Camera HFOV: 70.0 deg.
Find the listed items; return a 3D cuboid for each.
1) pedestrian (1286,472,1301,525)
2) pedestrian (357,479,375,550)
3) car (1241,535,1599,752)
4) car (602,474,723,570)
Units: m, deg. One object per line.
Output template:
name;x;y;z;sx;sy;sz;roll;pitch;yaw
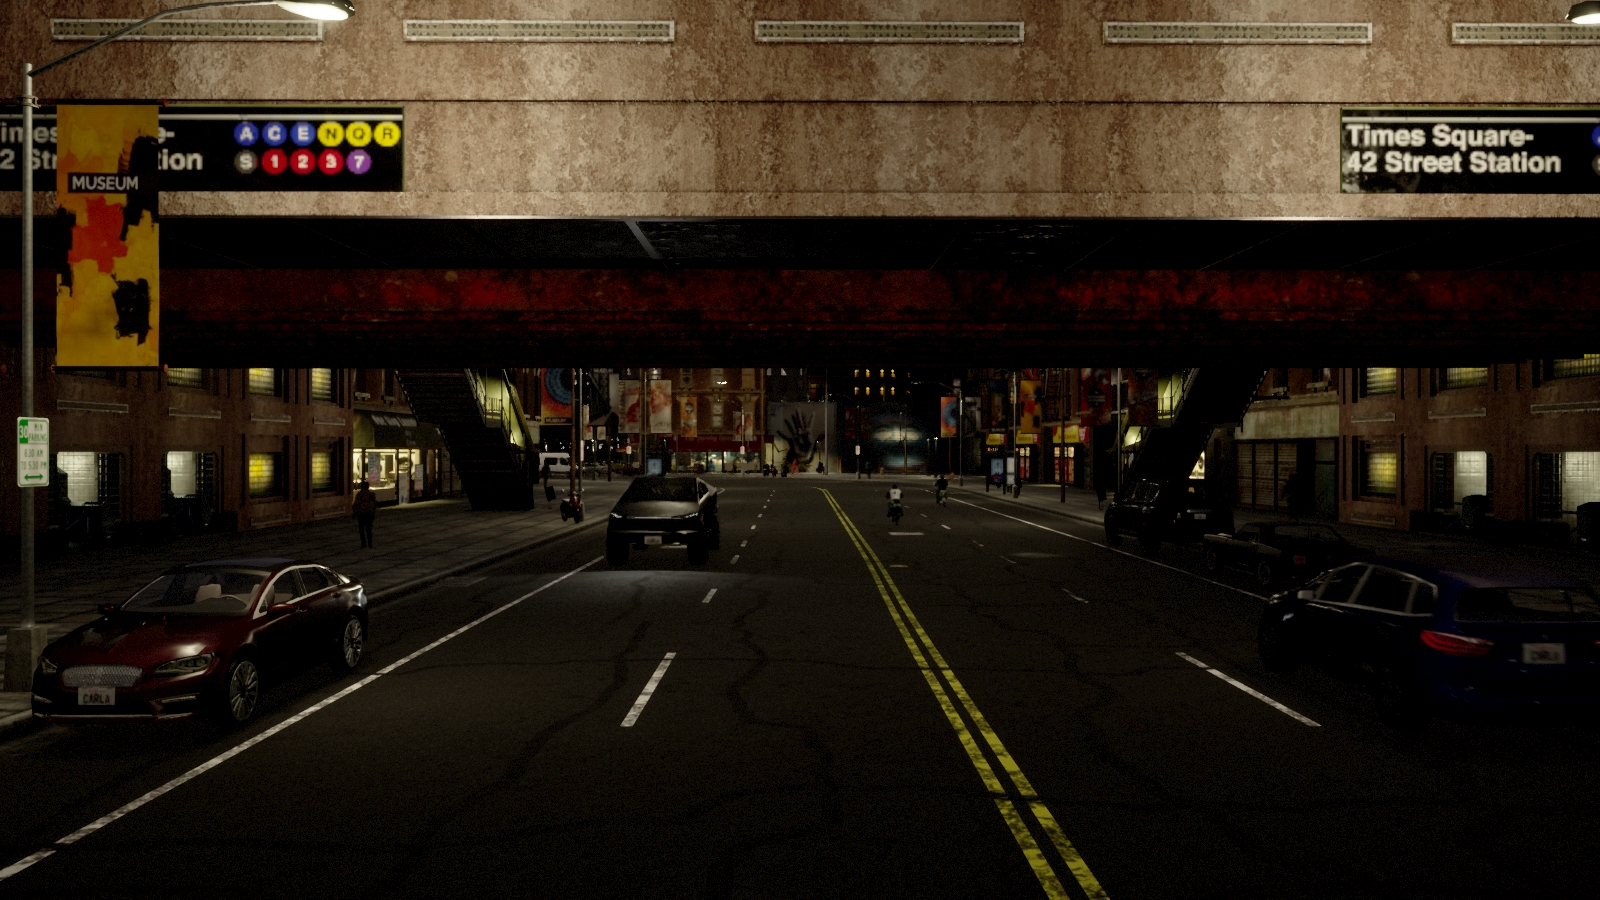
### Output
pedestrian;17.297;1.699;40.066;0.375;1.860;0.375;0;0;2
pedestrian;-11.545;1.696;30.375;0.375;1.860;0.375;0;0;-33
car;6.990;1.967;12.904;2.242;1.667;4.611;0;0;0
car;-3.436;1.753;29.874;2.390;2.098;6.274;0;0;0
